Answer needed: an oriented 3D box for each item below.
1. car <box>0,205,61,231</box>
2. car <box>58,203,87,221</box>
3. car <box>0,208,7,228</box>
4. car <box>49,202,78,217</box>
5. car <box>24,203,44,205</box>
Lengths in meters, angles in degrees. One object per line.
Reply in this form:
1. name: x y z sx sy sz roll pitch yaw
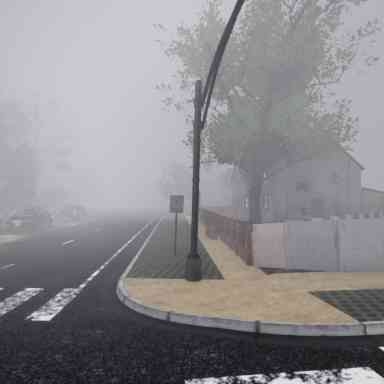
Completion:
1. car: -12.153 2.020 25.327 2.128 1.511 4.902 2 -1 -3
2. car: -12.666 2.106 35.216 2.097 1.767 4.553 2 -1 -3
3. car: -15.316 1.897 23.601 1.837 1.490 4.892 2 -1 -3
4. car: -16.268 2.173 42.326 2.097 1.767 4.553 2 -1 -3
5. car: -15.786 1.950 32.650 2.097 1.767 4.553 2 -1 -3
